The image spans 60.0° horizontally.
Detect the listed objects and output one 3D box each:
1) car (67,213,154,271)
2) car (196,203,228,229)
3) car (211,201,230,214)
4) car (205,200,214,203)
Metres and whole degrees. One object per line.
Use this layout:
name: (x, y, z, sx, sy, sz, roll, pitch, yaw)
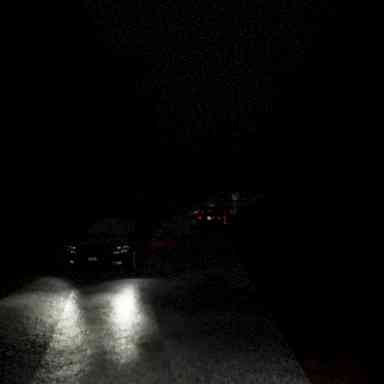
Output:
car: (-2.504, 1.523, 11.281, 1.882, 1.535, 5.008, 0, 0, 3)
car: (1.304, 1.729, 23.255, 2.033, 1.411, 5.357, 0, -1, 5)
car: (3.798, 2.107, 41.990, 1.895, 1.301, 4.718, 0, -1, 9)
car: (2.872, 2.056, 52.598, 2.128, 1.511, 4.902, 2, 0, 13)
